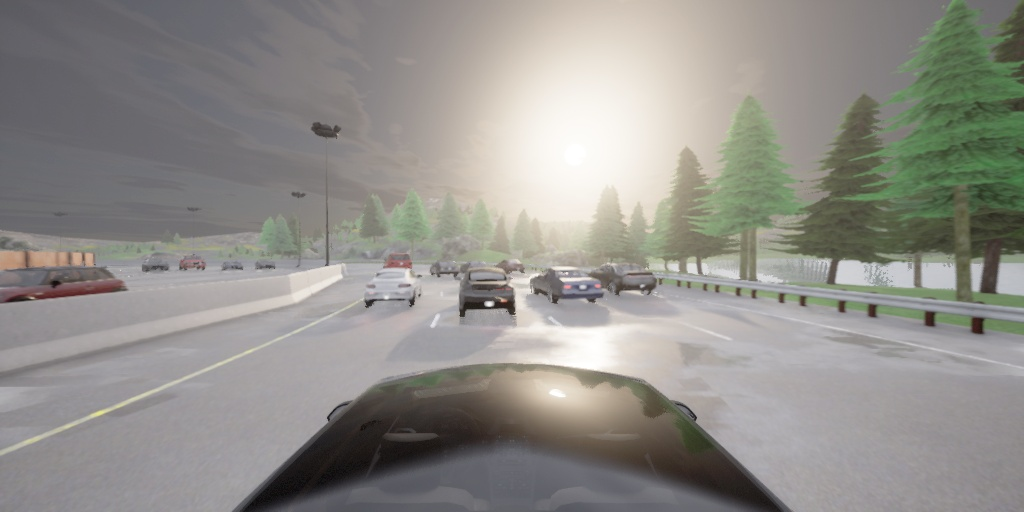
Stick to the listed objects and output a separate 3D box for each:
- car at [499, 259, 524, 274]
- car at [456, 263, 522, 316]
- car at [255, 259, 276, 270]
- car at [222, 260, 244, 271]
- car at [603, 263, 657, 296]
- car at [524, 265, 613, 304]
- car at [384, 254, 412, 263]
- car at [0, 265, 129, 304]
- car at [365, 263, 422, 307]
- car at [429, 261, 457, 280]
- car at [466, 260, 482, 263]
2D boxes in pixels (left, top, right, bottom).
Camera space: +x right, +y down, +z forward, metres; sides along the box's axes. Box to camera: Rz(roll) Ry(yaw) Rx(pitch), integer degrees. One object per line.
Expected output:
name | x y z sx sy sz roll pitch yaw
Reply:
car | -0.247 1.020 35.984 1.812 1.442 4.674 -1 0 -22
car | -1.016 1.176 13.163 1.837 1.490 4.892 0 0 -8
car | -33.710 1.146 49.039 1.837 1.490 4.892 0 1 -43
car | -36.887 1.234 47.317 1.994 1.385 4.181 -1 1 -44
car | 5.224 1.084 17.890 2.128 1.511 4.902 0 0 -10
car | 2.185 1.177 15.703 2.033 1.411 5.357 0 0 -10
car | -11.019 0.803 34.566 2.150 2.045 5.566 0 0 -25
car | -15.051 1.136 11.320 2.097 1.767 4.553 -1 0 -9
car | -4.863 1.210 15.038 1.812 1.442 4.674 0 0 -10
car | -6.128 1.112 32.152 2.033 1.411 5.357 -1 0 -22
car | -3.713 1.089 35.171 1.994 1.385 4.181 -1 0 -22
